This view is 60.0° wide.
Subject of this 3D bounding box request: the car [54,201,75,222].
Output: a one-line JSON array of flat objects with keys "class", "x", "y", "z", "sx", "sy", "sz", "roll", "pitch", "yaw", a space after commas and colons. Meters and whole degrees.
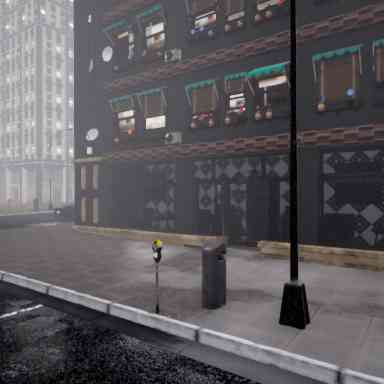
[{"class": "car", "x": -7.286, "y": 1.279, "z": 22.789, "sx": 1.947, "sy": 1.339, "sz": 4.313, "roll": 1, "pitch": 1, "yaw": 35}]
